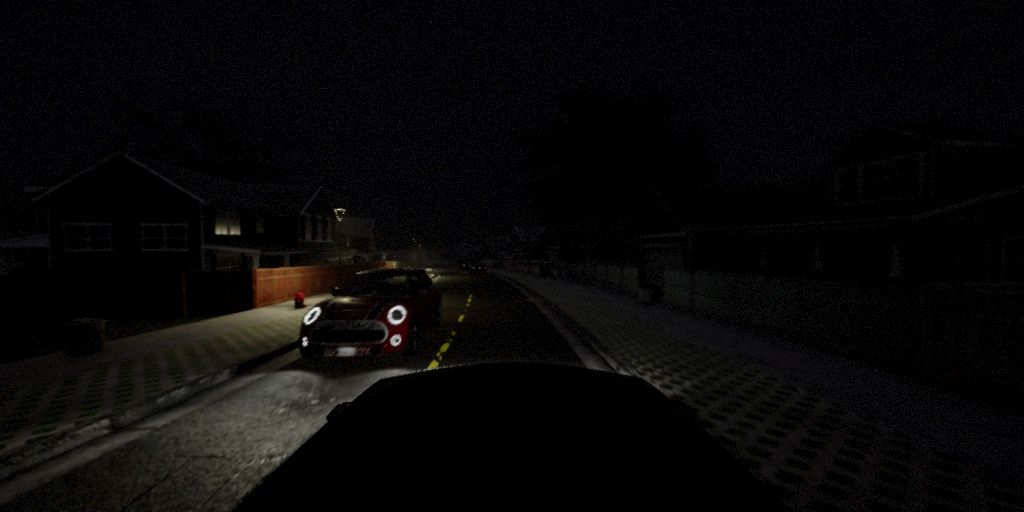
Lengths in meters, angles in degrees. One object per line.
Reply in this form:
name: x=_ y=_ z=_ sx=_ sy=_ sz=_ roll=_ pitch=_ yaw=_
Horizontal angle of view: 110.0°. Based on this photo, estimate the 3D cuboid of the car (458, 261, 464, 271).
car: x=-6.586 y=1.415 z=52.352 sx=1.812 sy=1.442 sz=4.674 roll=-1 pitch=0 yaw=-15

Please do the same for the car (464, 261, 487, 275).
car: x=-4.028 y=1.364 z=41.299 sx=2.033 sy=1.411 sz=5.357 roll=-1 pitch=0 yaw=-12

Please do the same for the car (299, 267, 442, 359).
car: x=-3.023 y=1.109 z=8.621 sx=2.097 sy=1.767 sz=4.553 roll=0 pitch=0 yaw=-2
